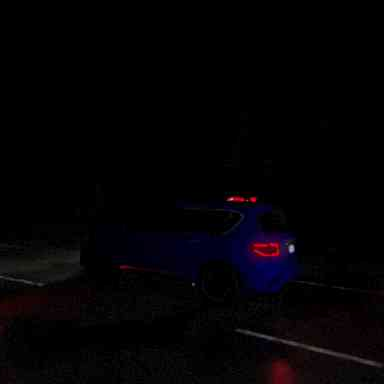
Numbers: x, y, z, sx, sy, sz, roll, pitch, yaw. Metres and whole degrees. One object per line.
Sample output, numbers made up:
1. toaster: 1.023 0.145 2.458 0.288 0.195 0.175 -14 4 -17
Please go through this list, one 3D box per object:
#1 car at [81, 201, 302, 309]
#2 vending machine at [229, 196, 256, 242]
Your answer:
1. car: -0.249 1.253 8.120 5.566 2.045 2.150 -1 0 33
2. vending machine: 2.408 1.233 15.817 0.880 2.100 1.100 0 0 31
